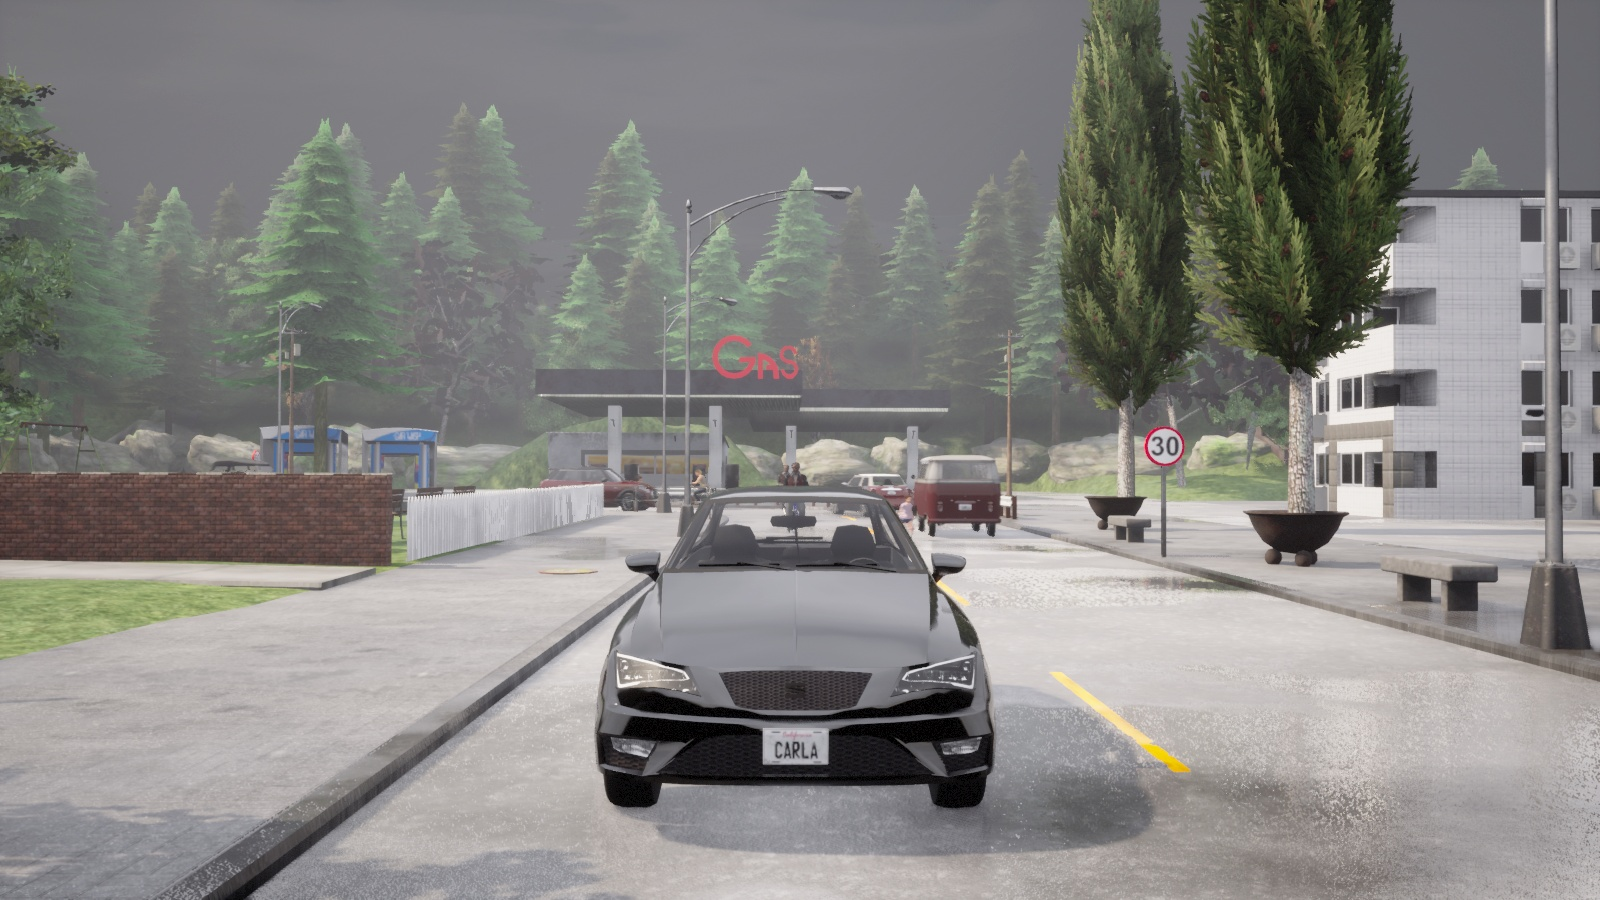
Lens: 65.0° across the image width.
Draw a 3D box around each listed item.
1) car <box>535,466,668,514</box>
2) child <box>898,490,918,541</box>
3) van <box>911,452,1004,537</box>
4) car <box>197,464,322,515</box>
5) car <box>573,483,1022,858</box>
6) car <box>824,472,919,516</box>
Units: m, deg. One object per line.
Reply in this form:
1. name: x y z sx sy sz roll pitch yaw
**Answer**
1. car: -7.405 1.492 47.056 4.553 1.767 2.097 0 -1 5
2. child: 2.380 1.442 27.647 0.255 1.110 0.394 0 -1 -33
3. van: 3.907 1.085 31.818 1.775 1.987 4.442 0 -1 0
4. car: -20.294 1.483 47.256 3.866 1.878 1.905 0 -1 0
5. car: -0.019 0.949 7.198 1.816 1.474 4.193 0 -1 0
6. car: 2.472 1.516 44.394 1.970 1.475 3.806 0 -1 -20
